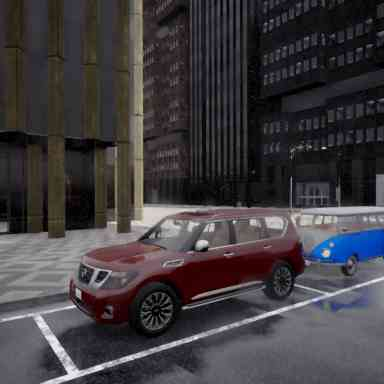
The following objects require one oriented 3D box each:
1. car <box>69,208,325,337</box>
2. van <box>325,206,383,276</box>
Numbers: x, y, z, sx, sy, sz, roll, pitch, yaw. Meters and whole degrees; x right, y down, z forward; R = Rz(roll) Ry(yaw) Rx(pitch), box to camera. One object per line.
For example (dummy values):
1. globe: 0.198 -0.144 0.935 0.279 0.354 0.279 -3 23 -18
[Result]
1. car: 0.216 1.315 6.813 5.009 1.841 2.192 0 0 -36
2. van: 4.712 1.341 10.023 3.998 1.788 1.690 0 0 -36
